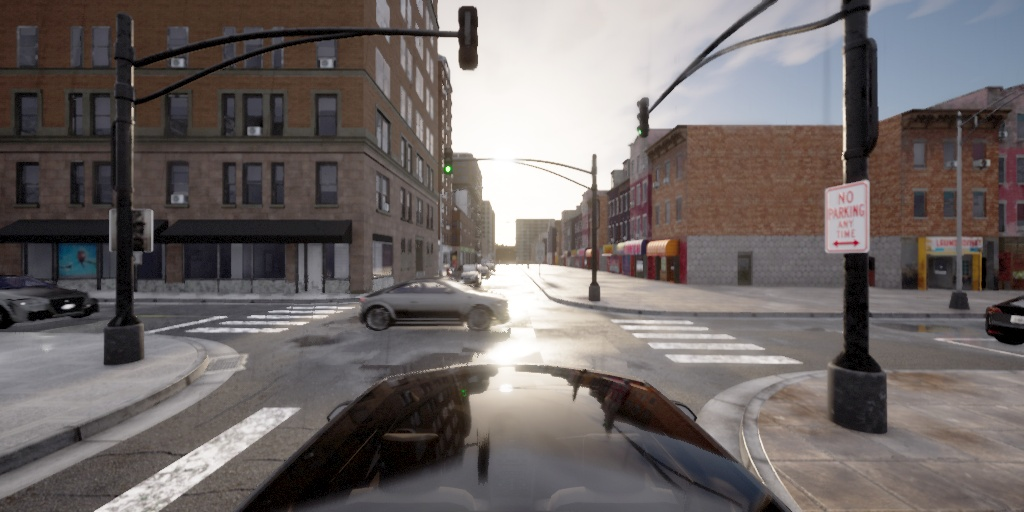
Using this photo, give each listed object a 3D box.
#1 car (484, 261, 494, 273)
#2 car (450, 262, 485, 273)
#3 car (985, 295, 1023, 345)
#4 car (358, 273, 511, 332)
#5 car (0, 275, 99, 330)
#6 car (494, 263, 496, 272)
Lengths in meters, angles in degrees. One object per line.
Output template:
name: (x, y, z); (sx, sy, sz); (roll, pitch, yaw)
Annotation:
car: (-3.071, 1.352, 33.819); (1.994, 1.385, 4.181); (0, 0, 0)
car: (-3.026, 1.277, 23.849); (1.812, 1.442, 4.674); (0, 0, 0)
car: (13.129, 1.440, 7.790); (4.313, 1.339, 1.948); (0, 0, 0)
car: (-2.108, 1.309, 10.291); (4.181, 1.385, 1.994); (0, 0, -1)
car: (-14.623, 1.247, 10.191); (4.181, 1.385, 1.994); (0, 0, 0)
car: (-3.149, 1.363, 47.954); (2.128, 1.511, 4.902); (0, 0, 0)
